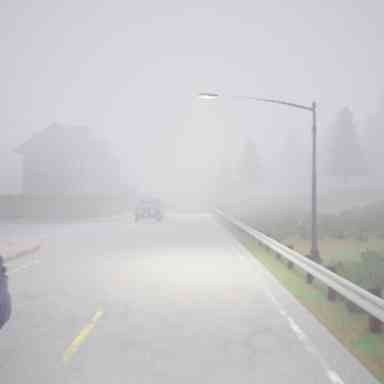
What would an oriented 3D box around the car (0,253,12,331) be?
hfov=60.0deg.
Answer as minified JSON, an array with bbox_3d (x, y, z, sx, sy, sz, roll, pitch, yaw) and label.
[{"bbox_3d":[-3.548,1.243,2.254,2.150,2.045,5.566,0,0,1],"label":"car"}]

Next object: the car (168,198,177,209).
[{"bbox_3d":[-3.557,1.848,55.074,2.097,1.767,4.553,0,0,1],"label":"car"}]

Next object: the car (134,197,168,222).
[{"bbox_3d":[-3.610,1.484,29.018,2.150,2.045,5.566,0,-1,0],"label":"car"}]
